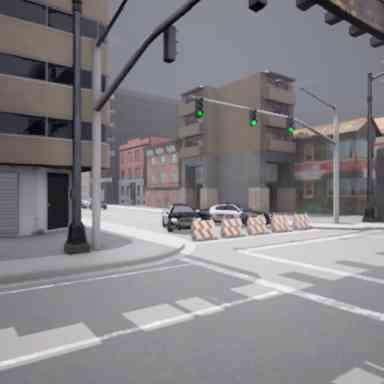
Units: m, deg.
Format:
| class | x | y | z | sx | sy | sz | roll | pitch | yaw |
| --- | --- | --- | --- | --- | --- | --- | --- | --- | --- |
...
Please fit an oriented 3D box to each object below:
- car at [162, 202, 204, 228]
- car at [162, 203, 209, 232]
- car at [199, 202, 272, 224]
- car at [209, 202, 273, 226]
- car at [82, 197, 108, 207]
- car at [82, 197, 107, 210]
| class | x | y | z | sx | sy | sz | roll | pitch | yaw |
| --- | --- | --- | --- | --- | --- | --- | --- | --- | --- |
| car | -0.685 | 1.305 | 20.153 | 1.853 | 1.218 | 4.536 | 0 | 0 | -11 |
| car | -0.675 | 1.463 | 20.102 | 2.038 | 1.542 | 4.974 | 0 | 0 | -11 |
| car | 2.853 | 1.309 | 22.287 | 4.536 | 1.218 | 1.853 | 0 | 0 | 34 |
| car | 2.896 | 1.466 | 22.258 | 4.974 | 1.542 | 2.038 | 0 | 0 | 34 |
| car | -12.818 | 1.309 | 43.783 | 1.853 | 1.218 | 4.536 | 0 | 0 | -36 |
| car | -12.787 | 1.466 | 43.741 | 2.038 | 1.542 | 4.974 | 0 | 0 | -36 |
